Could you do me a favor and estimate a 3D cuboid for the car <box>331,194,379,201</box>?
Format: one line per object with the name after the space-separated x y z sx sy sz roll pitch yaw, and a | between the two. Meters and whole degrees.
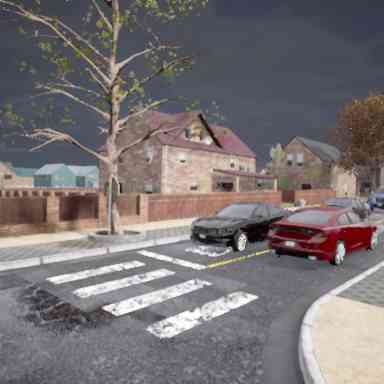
8.904 1.037 19.612 2.033 1.411 5.357 3 3 44 | car

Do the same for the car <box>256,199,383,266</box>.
4.364 1.210 10.711 1.882 1.535 5.008 3 3 44 | car

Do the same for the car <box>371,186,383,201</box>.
16.017 0.562 26.899 2.150 2.045 5.566 3 3 44 | car

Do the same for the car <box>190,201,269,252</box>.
2.035 1.114 12.485 1.882 1.535 5.008 3 3 43 | car
